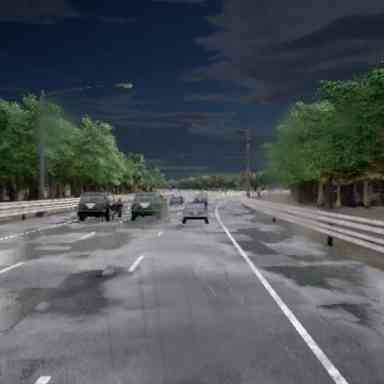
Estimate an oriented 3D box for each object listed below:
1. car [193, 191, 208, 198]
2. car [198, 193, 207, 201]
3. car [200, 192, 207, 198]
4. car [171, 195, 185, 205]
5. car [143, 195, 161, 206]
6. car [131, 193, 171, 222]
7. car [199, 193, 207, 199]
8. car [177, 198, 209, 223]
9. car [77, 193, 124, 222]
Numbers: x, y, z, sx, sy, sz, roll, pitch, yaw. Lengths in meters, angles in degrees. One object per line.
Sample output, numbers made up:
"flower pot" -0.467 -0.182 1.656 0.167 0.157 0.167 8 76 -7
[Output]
"car" 1.224 1.029 49.813 2.097 1.767 4.553 0 1 3
"car" 2.206 1.003 69.710 1.837 1.490 4.892 0 0 3
"car" 3.303 0.808 93.499 1.882 1.535 5.008 0 0 2
"car" -2.212 1.160 49.802 2.128 1.511 4.902 0 0 3
"car" -5.772 1.234 48.476 1.994 1.385 4.181 0 0 3
"car" -3.141 1.070 25.305 2.150 2.045 5.566 0 0 2
"car" 2.749 0.940 80.623 1.812 1.442 4.674 0 0 3
"car" 0.282 1.412 24.104 2.033 1.411 5.357 0 0 1
"car" -6.658 1.064 24.715 2.150 2.045 5.566 0 0 2
